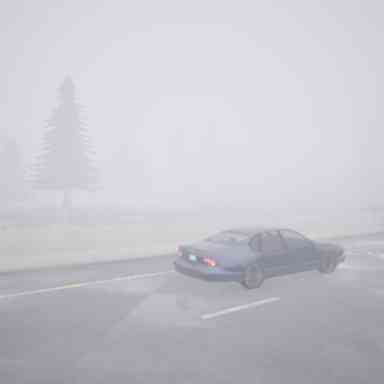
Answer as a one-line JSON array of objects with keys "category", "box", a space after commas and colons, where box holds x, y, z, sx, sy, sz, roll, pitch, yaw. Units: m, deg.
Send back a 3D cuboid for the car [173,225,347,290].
[{"category": "car", "box": [2.107, 1.665, 9.451, 5.357, 1.411, 2.033, 1, -1, -34]}]
